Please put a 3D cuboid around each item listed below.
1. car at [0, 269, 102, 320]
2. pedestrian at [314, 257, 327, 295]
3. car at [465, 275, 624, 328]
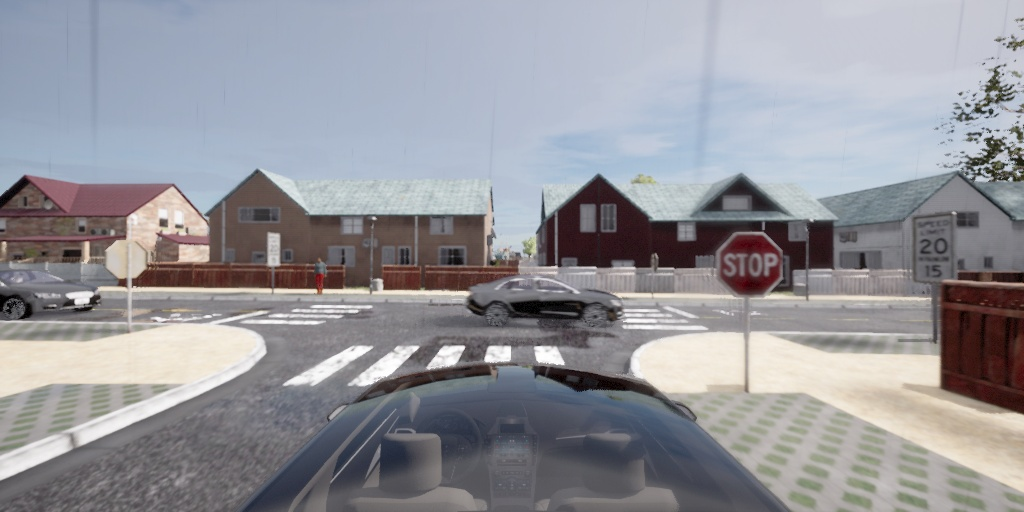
[{"bbox_3d":[-16.430,1.185,11.725,4.902,1.511,2.128,0,0,1],"label":"car"},{"bbox_3d":[-9.354,0.950,17.431,0.375,1.860,0.375,0,-1,1],"label":"pedestrian"},{"bbox_3d":[0.976,1.352,11.332,4.902,1.511,2.128,1,-1,1],"label":"car"}]
